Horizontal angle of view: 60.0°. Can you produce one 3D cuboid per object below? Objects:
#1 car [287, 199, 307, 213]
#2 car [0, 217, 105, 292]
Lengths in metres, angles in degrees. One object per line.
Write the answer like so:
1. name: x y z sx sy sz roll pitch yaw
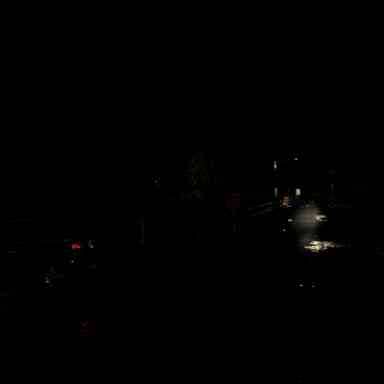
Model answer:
1. car: 11.868 1.503 37.525 1.882 1.535 5.008 -2 0 20
2. car: -4.804 1.520 8.914 4.553 1.767 2.097 -1 -1 1
